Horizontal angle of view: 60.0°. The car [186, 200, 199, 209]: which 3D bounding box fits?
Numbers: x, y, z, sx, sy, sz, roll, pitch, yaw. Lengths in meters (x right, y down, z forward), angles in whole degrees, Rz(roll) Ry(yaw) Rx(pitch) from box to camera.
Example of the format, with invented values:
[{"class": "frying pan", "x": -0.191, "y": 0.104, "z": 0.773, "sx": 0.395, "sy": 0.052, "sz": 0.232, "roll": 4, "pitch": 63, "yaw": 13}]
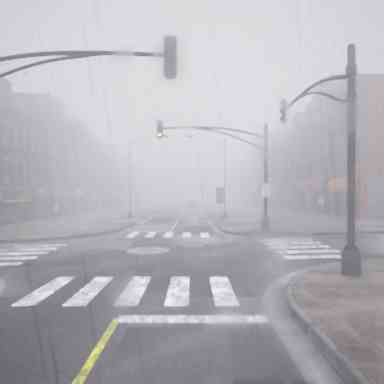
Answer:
[{"class": "car", "x": 0.052, "y": 2.135, "z": 56.950, "sx": 1.837, "sy": 1.490, "sz": 4.892, "roll": 0, "pitch": -1, "yaw": 0}]
